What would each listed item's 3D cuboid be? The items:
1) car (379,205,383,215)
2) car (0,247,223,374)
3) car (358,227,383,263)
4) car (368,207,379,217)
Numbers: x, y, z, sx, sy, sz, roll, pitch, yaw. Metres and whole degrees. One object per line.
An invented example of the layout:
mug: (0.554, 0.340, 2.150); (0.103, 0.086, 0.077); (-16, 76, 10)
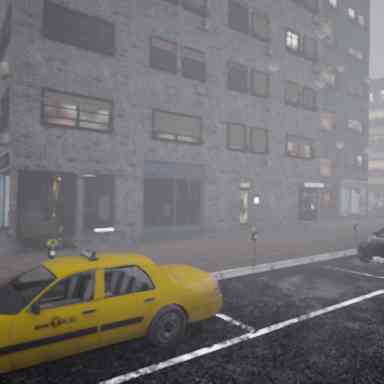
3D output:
car: (24.048, 2.212, 40.920); (2.008, 1.369, 4.403); (1, -1, -36)
car: (-1.756, 1.539, 4.810); (4.829, 1.417, 1.752); (1, 0, -35)
car: (7.450, 1.706, 11.361); (4.313, 1.339, 1.947); (1, 0, -35)
car: (17.449, 1.918, 36.161); (1.967, 1.590, 4.097); (1, -1, -36)
